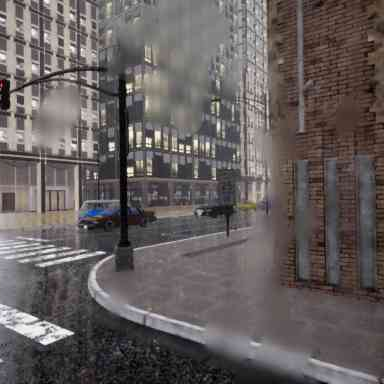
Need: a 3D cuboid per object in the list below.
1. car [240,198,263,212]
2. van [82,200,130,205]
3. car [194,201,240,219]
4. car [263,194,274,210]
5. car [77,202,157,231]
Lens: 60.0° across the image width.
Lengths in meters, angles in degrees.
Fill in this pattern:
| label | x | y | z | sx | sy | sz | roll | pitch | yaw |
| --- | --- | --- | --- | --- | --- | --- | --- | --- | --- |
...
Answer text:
| label | x | y | z | sx | sy | sz | roll | pitch | yaw |
| --- | --- | --- | --- | --- | --- | --- | --- | --- | --- |
| car | 6.752 | 1.689 | 41.430 | 1.752 | 1.417 | 4.829 | -2 | -1 | 36 |
| van | -6.070 | 1.460 | 23.512 | 1.690 | 1.788 | 3.998 | -2 | -1 | 36 |
| car | 2.076 | 1.580 | 30.438 | 2.128 | 1.511 | 4.902 | -1 | -1 | 36 |
| car | 10.321 | 1.329 | 41.931 | 2.150 | 2.045 | 5.566 | -1 | 0 | 36 |
| car | -4.551 | 1.614 | 21.177 | 2.033 | 1.411 | 5.357 | -1 | -1 | 36 |
